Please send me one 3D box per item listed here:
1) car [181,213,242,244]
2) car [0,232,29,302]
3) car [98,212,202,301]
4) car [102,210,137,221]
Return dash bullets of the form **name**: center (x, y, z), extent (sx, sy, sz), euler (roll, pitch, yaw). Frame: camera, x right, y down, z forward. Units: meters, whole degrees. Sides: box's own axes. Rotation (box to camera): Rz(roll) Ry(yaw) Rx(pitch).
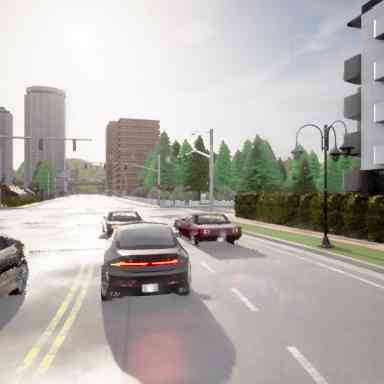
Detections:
- **car**: center (0.518, 1.601, 15.394), extent (1.895, 1.301, 4.718), euler (0, 0, -16)
- **car**: center (-4.339, 1.491, 5.759), extent (2.128, 1.511, 4.902), euler (0, 0, -11)
- **car**: center (-1.272, 1.505, 8.443), extent (1.837, 1.490, 4.892), euler (0, 0, -12)
- **car**: center (-3.637, 1.601, 17.259), extent (1.895, 1.301, 4.718), euler (0, 0, -18)
